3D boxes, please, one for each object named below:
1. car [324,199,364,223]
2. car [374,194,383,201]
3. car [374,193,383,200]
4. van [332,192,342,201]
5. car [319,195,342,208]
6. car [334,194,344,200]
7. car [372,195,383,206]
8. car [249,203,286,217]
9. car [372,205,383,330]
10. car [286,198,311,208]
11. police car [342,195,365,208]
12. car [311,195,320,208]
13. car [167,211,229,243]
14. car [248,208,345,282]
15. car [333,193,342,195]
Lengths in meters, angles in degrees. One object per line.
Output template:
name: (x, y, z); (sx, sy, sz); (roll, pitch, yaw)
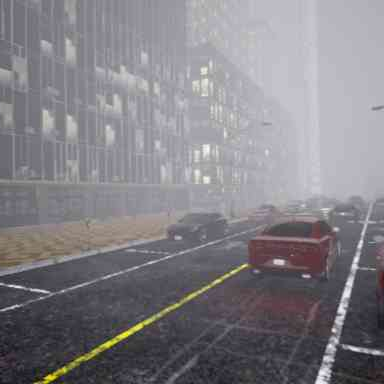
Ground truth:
car: (11.349, 1.463, 24.668); (1.994, 1.385, 4.181); (-2, 0, 29)
car: (37.975, 1.114, 67.625); (1.802, 1.307, 4.206); (-1, 0, 29)
car: (40.802, 1.020, 72.760); (1.752, 1.417, 4.829); (-1, 0, 29)
van: (33.387, 1.039, 76.669); (1.690, 1.788, 3.998); (-1, 0, 29)
car: (18.448, 1.420, 43.994); (1.994, 1.385, 4.181); (-2, 0, 29)
car: (36.138, 1.227, 81.653); (1.947, 1.339, 4.313); (-1, 0, 29)
car: (21.496, 1.307, 37.714); (1.947, 1.339, 4.313); (-1, 0, 29)
car: (5.924, 1.625, 26.810); (1.802, 1.307, 4.206); (-1, 0, 29)
car: (4.665, 1.287, 6.306); (2.097, 1.767, 4.553); (-2, 0, 29)
car: (11.417, 1.527, 36.783); (2.008, 1.369, 4.403); (-1, 0, 29)
police car: (19.578, 1.226, 39.821); (1.930, 1.638, 5.238); (-2, 0, 29)
car: (16.910, 1.454, 46.754); (1.887, 1.381, 4.507); (-1, 0, 29)
car: (0.430, 1.673, 16.841); (1.947, 1.339, 4.313); (-1, 0, 29)
car: (3.216, 1.471, 9.909); (1.882, 1.535, 5.008); (-2, -1, 29)
car: (30.641, 1.174, 71.682); (1.967, 1.590, 4.097); (-1, 0, 29)
